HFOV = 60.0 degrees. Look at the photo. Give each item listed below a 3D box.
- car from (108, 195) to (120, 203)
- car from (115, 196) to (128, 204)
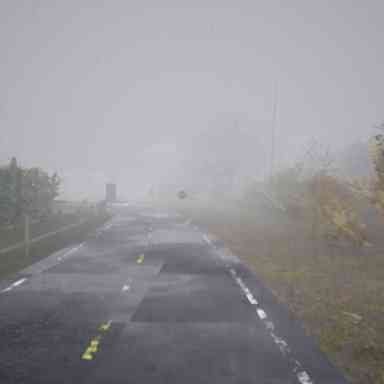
[{"bbox_3d":[-16.490,1.491,70.536,1.812,1.442,4.674,0,0,-21],"label":"car"},{"bbox_3d":[-13.198,1.512,61.790,2.033,1.411,5.357,0,0,-20],"label":"car"}]
